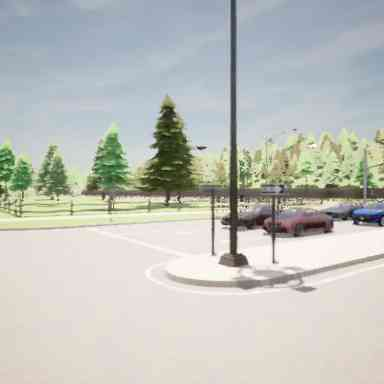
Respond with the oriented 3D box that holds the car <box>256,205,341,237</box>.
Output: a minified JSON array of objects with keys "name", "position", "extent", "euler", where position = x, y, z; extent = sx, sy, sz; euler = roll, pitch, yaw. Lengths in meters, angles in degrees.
[{"name":"car","position":[5.770,1.549,17.916],"extent":[4.181,1.385,1.994],"euler":[0,0,-36]}]

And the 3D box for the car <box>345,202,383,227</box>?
[{"name":"car","position":[13.102,1.454,23.074],"extent":[5.008,1.535,1.882],"euler":[0,0,-35]}]

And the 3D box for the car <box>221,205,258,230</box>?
[{"name":"car","position":[4.408,1.532,21.238],"extent":[5.357,1.411,2.033],"euler":[0,0,-35]}]

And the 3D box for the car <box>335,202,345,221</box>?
[{"name":"car","position":[12.641,1.522,27.017],"extent":[5.357,1.411,2.033],"euler":[0,0,-36]}]
